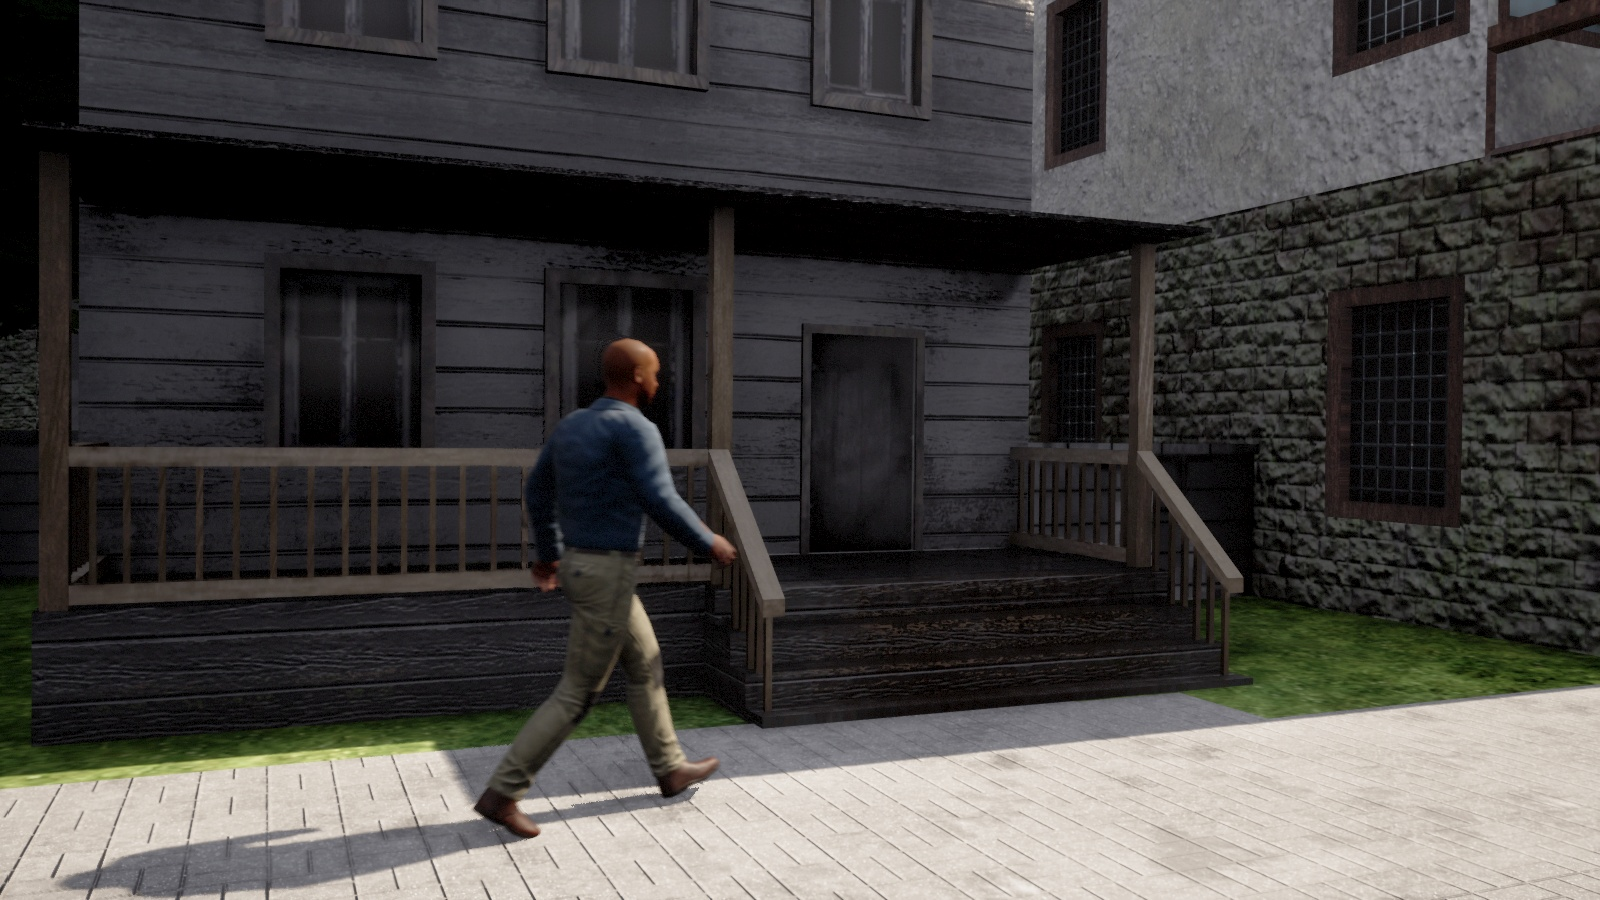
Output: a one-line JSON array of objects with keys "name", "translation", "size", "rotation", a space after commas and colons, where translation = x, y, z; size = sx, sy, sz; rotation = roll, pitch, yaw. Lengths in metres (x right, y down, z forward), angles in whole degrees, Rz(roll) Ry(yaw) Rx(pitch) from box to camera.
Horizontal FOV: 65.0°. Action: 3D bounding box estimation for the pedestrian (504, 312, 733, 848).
[{"name": "pedestrian", "translation": [-0.667, 0.439, 4.644], "size": [0.726, 1.835, 0.370], "rotation": [-1, 1, -33]}]
